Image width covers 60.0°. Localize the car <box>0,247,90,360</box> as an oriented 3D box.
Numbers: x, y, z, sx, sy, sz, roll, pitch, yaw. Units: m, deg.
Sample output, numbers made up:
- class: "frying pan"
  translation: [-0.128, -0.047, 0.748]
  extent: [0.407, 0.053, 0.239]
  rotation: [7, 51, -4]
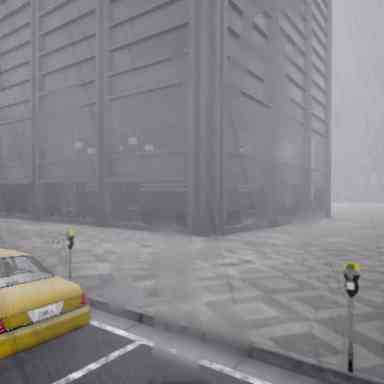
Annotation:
- class: "car"
  translation: [-3.764, 1.512, 5.648]
  extent: [4.829, 1.417, 1.752]
  rotation: [0, 0, 36]
